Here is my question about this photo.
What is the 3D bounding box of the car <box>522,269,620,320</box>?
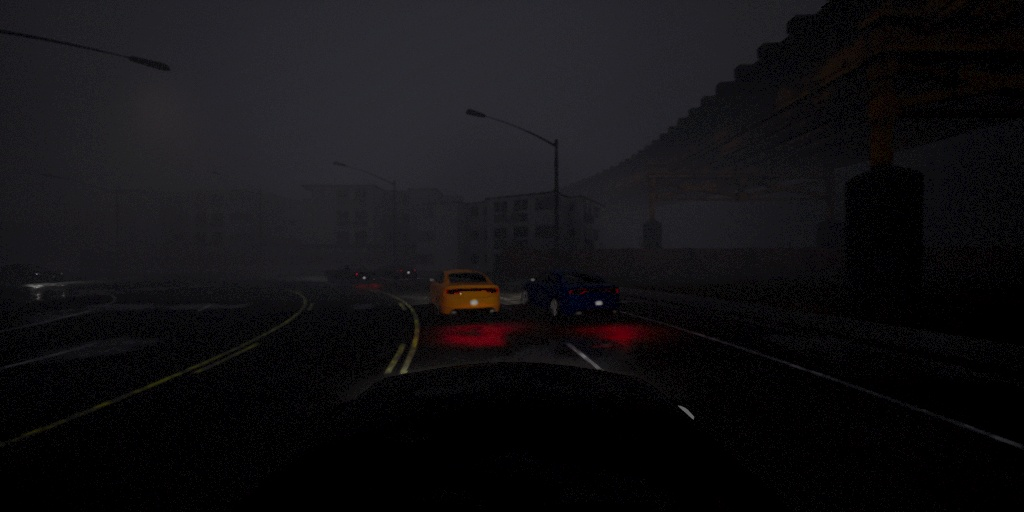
[{"bbox_3d":[1.836,1.196,12.678,1.882,1.535,5.008,0,0,-15],"label":"car"}]

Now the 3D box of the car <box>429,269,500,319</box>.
[{"bbox_3d":[-1.860,1.209,12.867,1.882,1.535,5.008,0,0,-18],"label":"car"}]

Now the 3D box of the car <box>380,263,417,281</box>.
[{"bbox_3d":[-9.765,1.285,29.863,4.181,1.385,1.994,0,0,40],"label":"car"}]

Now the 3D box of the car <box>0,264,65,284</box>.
[{"bbox_3d":[-37.700,1.353,27.805,4.674,1.442,1.812,0,0,3],"label":"car"}]

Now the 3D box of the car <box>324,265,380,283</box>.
[{"bbox_3d":[-12.667,1.337,27.883,4.718,1.301,1.895,0,0,38],"label":"car"}]
